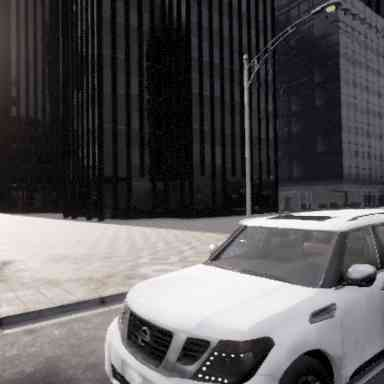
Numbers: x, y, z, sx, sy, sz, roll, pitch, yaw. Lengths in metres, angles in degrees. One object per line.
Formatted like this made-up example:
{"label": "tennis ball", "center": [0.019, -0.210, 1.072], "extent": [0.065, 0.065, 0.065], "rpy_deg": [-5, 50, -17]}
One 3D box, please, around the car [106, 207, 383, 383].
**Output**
{"label": "car", "center": [1.667, 1.318, 4.670], "extent": [5.566, 2.045, 2.150], "rpy_deg": [0, -2, -38]}

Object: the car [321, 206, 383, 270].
{"label": "car", "center": [7.244, 1.504, 12.437], "extent": [5.009, 1.841, 2.192], "rpy_deg": [0, -2, -38]}

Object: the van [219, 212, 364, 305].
{"label": "van", "center": [2.782, 1.523, 8.926], "extent": [3.998, 1.788, 1.690], "rpy_deg": [0, -2, -38]}
